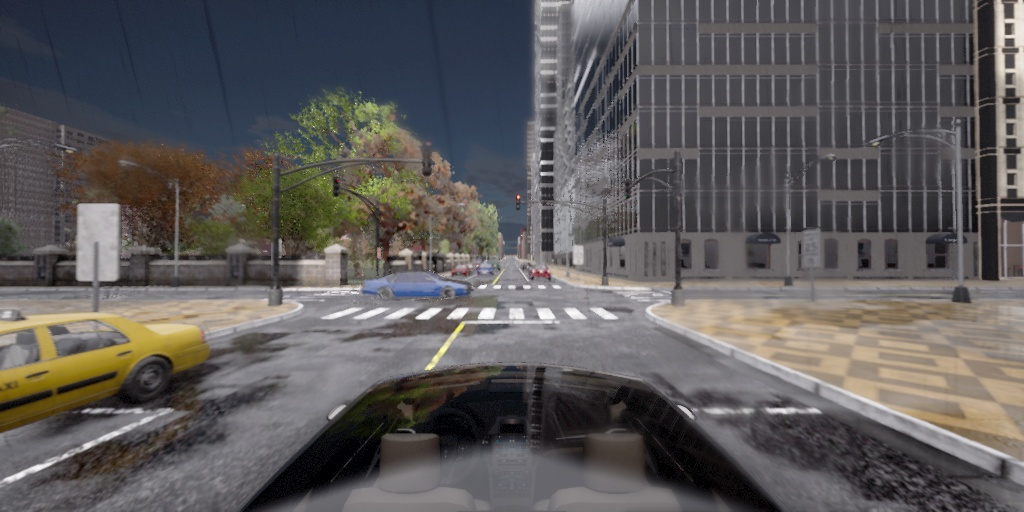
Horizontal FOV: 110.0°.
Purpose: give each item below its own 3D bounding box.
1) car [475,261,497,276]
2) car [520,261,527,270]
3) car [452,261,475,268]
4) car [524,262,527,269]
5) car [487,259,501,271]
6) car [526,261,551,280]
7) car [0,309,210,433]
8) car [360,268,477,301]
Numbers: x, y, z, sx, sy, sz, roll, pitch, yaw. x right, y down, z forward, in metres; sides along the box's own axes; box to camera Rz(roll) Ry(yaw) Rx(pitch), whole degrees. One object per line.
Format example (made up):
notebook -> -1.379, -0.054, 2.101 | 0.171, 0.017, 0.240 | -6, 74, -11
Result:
car -> -3.094, 1.625, 42.732 | 1.812, 1.442, 4.674 | 0, 0, 0
car -> 2.686, 1.834, 63.089 | 1.948, 1.339, 4.313 | 0, 0, 0
car -> -5.693, 1.624, 40.362 | 1.888, 1.381, 4.507 | 0, 0, 0
car -> 2.688, 1.645, 40.365 | 1.948, 1.339, 4.313 | 0, 0, 0
car -> -3.052, 1.464, 60.099 | 2.150, 2.045, 5.566 | 0, -1, 1
car -> 2.688, 1.471, 34.685 | 1.967, 1.591, 4.097 | 0, 0, 0
car -> -5.819, 1.295, 3.792 | 1.751, 1.417, 4.829 | 0, 0, 0
car -> -4.690, 1.448, 18.041 | 5.357, 1.411, 2.033 | 0, -1, 1
